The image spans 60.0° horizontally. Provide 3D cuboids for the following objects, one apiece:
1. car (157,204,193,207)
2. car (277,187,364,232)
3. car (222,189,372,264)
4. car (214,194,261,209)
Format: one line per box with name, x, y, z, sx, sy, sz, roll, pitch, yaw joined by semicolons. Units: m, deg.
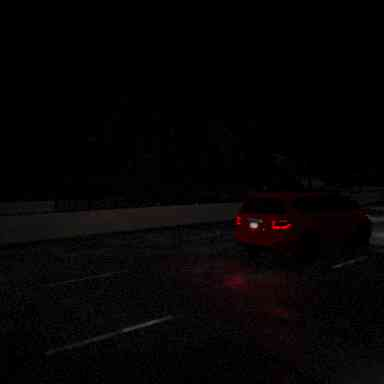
car;-1.802;1.073;34.143;4.892;1.490;1.837;-1;1;-42
car;7.322;0.816;18.630;5.566;2.045;2.150;-2;1;-41
car;3.887;0.989;11.244;5.566;2.045;2.150;-2;1;-38
car;4.984;0.955;35.566;5.357;1.411;2.033;-2;1;-43
